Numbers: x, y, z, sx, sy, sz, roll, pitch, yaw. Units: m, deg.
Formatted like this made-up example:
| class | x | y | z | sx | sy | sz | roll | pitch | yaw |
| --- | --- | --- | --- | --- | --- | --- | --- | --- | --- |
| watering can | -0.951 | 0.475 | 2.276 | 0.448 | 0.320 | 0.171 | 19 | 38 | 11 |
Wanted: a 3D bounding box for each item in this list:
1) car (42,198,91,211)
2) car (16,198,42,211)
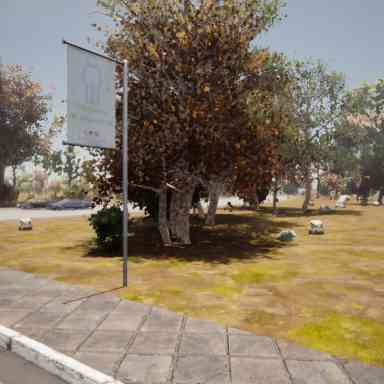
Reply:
| class | x | y | z | sx | sy | sz | roll | pitch | yaw |
| --- | --- | --- | --- | --- | --- | --- | --- | --- | --- |
| car | -14.997 | 1.535 | 40.707 | 2.033 | 1.411 | 5.357 | 0 | 0 | 38 |
| car | -19.062 | 1.484 | 41.222 | 2.128 | 1.511 | 4.902 | 0 | 0 | 38 |
